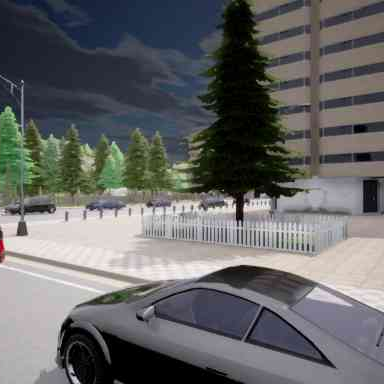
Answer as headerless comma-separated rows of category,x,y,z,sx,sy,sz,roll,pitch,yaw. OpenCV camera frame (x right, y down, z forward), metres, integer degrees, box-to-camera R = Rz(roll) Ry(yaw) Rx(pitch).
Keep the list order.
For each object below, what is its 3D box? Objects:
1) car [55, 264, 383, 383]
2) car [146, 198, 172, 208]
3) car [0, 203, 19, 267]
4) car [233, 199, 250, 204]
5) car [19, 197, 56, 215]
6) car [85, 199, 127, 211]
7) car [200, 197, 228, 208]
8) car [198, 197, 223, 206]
car,0.373,1.564,3.726,4.181,1.385,1.994,0,0,35
car,-4.923,1.564,49.362,1.994,1.385,4.181,0,0,36
car,-7.318,1.221,9.157,5.566,2.045,2.150,0,0,36
car,9.482,1.564,63.247,1.994,1.385,4.181,0,0,35
car,-16.187,1.352,33.554,2.097,1.767,4.553,0,0,35
car,-10.612,1.547,41.391,2.033,1.411,5.357,0,0,35
car,3.287,1.547,48.506,2.033,1.411,5.357,0,0,35
car,3.127,1.525,54.325,1.812,1.442,4.674,0,0,36
